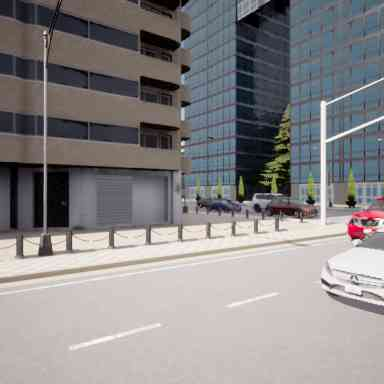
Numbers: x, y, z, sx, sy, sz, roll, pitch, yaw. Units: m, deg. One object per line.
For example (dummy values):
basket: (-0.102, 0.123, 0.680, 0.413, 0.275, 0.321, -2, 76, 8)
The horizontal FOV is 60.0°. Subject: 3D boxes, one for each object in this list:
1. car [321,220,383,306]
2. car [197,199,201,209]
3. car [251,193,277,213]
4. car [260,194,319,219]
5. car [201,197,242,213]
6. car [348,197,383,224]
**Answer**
car: (4.858, 1.526, 7.475, 4.674, 1.442, 1.812, 0, 0, -36)
car: (2.593, 1.436, 43.169, 2.128, 1.511, 4.902, 0, 0, -35)
car: (8.635, 1.166, 34.637, 2.150, 2.045, 5.566, 0, 0, -36)
car: (8.557, 1.297, 28.717, 2.097, 1.767, 4.553, 0, 0, -35)
car: (3.352, 1.470, 36.029, 1.812, 1.442, 4.674, 0, 0, -35)
car: (9.322, 1.222, 14.980, 5.566, 2.045, 2.150, 0, 0, -36)
